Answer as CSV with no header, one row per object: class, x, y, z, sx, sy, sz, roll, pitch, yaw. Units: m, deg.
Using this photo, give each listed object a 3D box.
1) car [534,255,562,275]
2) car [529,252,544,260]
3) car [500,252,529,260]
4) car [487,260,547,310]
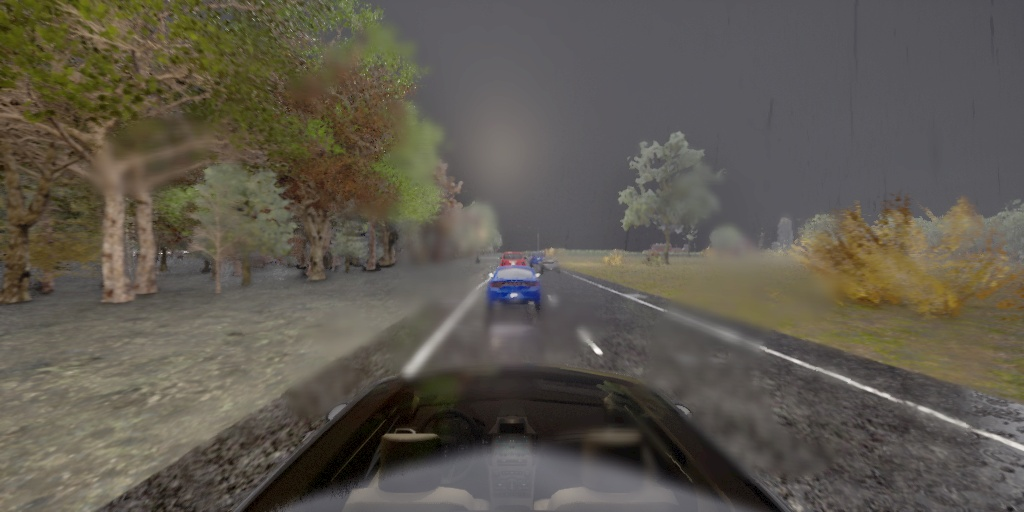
car,3.514,0.904,33.407,2.128,1.511,4.902,0,1,0
car,3.559,0.443,51.091,2.150,2.045,5.566,0,1,0
car,0.092,0.658,31.485,2.150,2.045,5.566,0,1,0
car,0.097,1.098,14.088,1.882,1.535,5.008,0,1,0
